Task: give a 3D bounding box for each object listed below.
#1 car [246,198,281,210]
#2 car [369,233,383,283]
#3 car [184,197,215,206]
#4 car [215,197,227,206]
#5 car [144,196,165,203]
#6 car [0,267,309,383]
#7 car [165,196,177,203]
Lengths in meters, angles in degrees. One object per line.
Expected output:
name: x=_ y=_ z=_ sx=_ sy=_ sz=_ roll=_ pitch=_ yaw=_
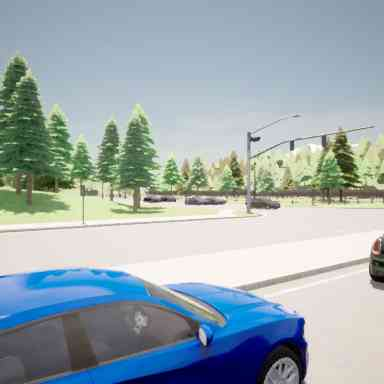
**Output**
car: x=9.102 y=1.505 z=42.687 sx=1.837 sy=1.490 sz=4.892 roll=0 pitch=0 yaw=-35
car: x=6.520 y=1.352 z=8.418 sx=4.553 sy=1.767 sz=2.097 roll=0 pitch=0 yaw=-35
car: x=0.846 y=1.546 z=54.514 sx=2.033 sy=1.411 sz=5.357 roll=0 pitch=0 yaw=-35
car: x=3.680 y=1.547 z=56.575 sx=2.033 sy=1.411 sz=5.357 roll=0 pitch=0 yaw=-35
car: x=-8.065 y=1.478 z=67.412 sx=1.882 sy=1.535 sz=5.008 roll=0 pitch=0 yaw=-35
car: x=-0.979 y=1.478 z=3.049 sx=5.008 sy=1.535 sz=1.882 roll=0 pitch=0 yaw=-35
car: x=-5.036 y=1.478 z=69.214 sx=1.882 sy=1.535 sz=5.008 roll=0 pitch=0 yaw=-35
